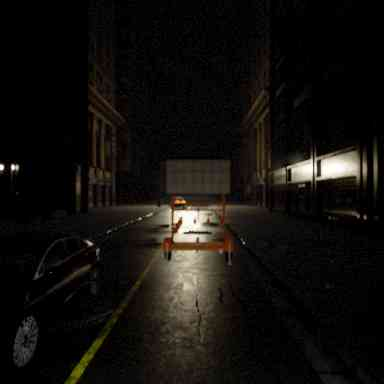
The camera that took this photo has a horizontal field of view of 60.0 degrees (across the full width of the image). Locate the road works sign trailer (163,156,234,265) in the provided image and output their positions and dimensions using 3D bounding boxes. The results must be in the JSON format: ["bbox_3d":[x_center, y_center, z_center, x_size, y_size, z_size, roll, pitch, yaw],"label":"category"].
[{"bbox_3d":[0.223,0.521,11.962,2.380,3.560,2.880,0,0,1],"label":"road works sign trailer"}]

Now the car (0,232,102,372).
[{"bbox_3d":[-3.003,1.518,5.786,2.128,1.511,4.902,0,0,1],"label":"car"}]

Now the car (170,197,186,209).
[{"bbox_3d":[-2.084,1.601,50.242,2.097,1.767,4.553,0,0,1],"label":"car"}]
